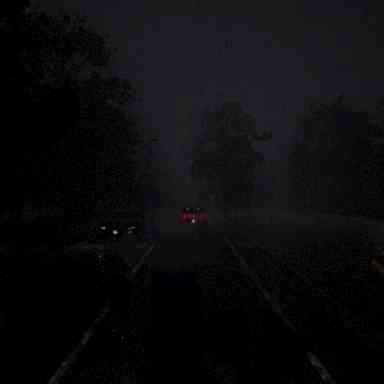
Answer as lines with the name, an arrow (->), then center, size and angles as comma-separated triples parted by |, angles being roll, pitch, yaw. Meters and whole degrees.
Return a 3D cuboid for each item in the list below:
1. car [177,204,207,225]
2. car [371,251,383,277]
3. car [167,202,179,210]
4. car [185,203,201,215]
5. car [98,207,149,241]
car -> 0.104, 1.730, 24.799 | 1.895, 1.301, 4.718 | 0, -1, 0
car -> 6.901, 1.440, 7.303 | 5.366, 1.575, 1.946 | 0, 0, 0
car -> -3.294, 2.485, 58.102 | 1.994, 1.385, 4.181 | 0, 1, 0
car -> 0.106, 2.113, 41.967 | 1.895, 1.301, 4.718 | 0, -2, 0
car -> -3.347, 1.539, 16.948 | 1.837, 1.490, 4.892 | 0, -1, 0
